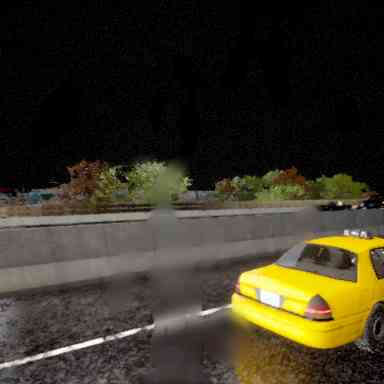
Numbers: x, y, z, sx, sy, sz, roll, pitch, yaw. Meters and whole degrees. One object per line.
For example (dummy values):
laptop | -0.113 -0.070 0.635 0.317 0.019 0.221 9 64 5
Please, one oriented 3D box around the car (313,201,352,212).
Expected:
car | 15.178 1.624 35.892 4.718 1.301 1.895 0 0 -34

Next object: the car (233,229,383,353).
car | 3.178 1.460 6.120 5.366 1.575 1.801 0 0 -35

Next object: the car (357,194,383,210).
car | 19.567 1.254 34.645 5.566 2.045 2.150 1 0 -34
